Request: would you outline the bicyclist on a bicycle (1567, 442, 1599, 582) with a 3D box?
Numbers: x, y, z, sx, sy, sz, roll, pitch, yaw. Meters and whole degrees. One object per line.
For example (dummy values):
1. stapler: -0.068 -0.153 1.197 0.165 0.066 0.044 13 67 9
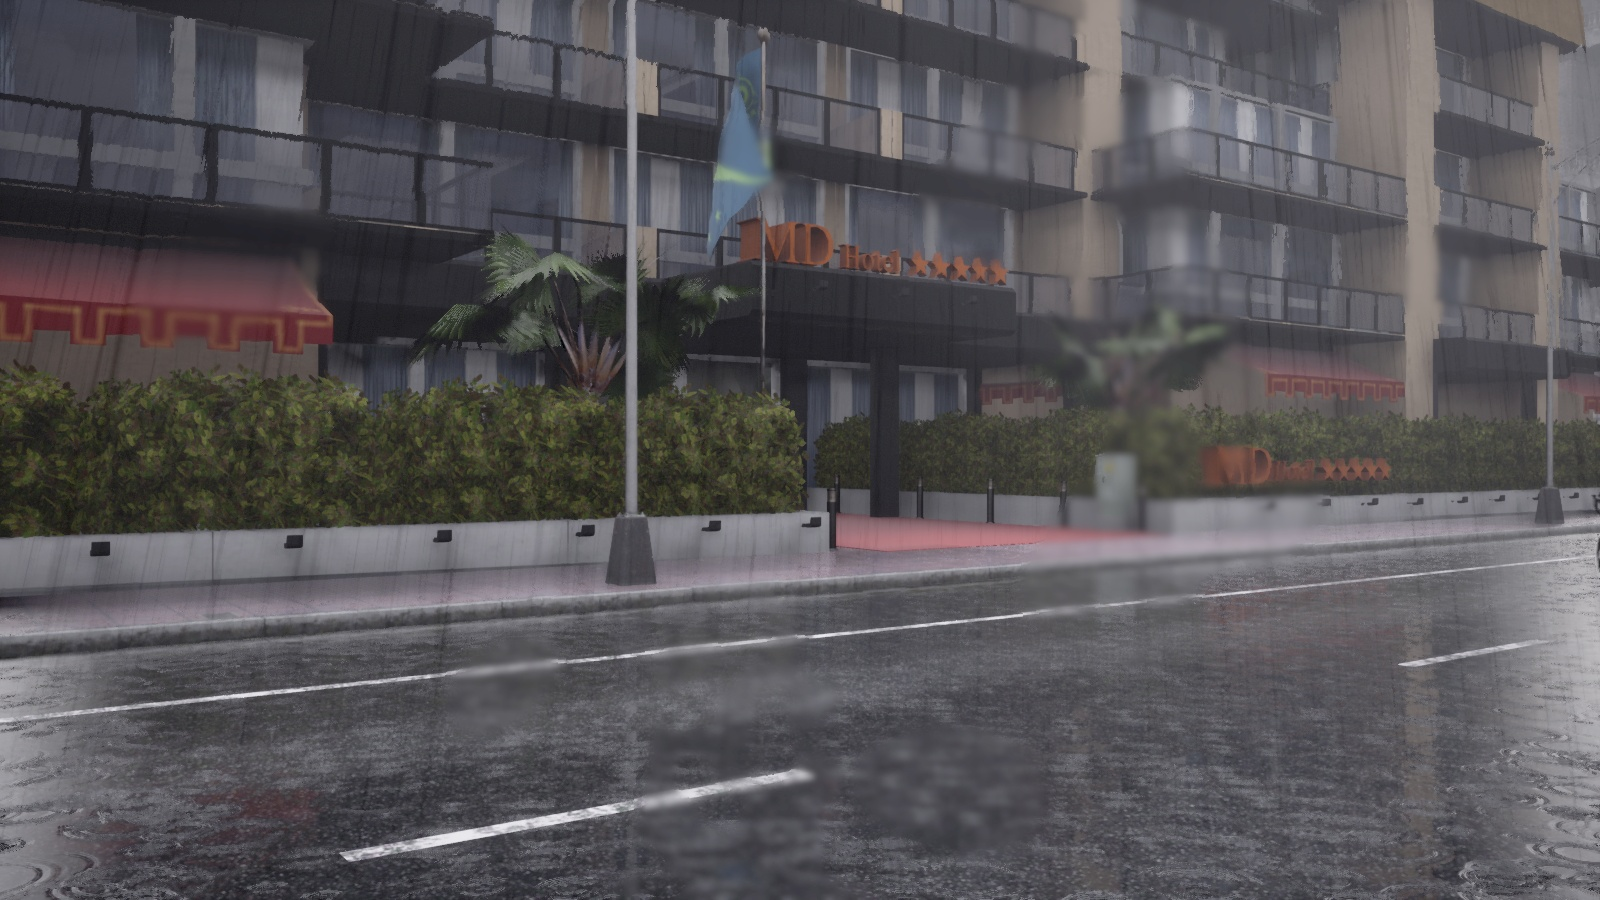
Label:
1. bicyclist on a bicycle: 9.860 0.713 15.000 1.656 1.620 0.582 0 0 -36
